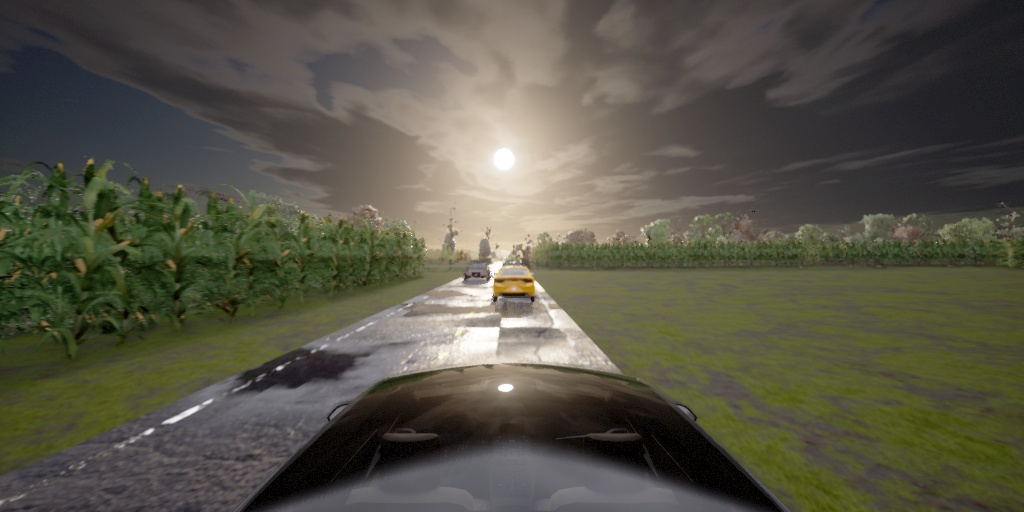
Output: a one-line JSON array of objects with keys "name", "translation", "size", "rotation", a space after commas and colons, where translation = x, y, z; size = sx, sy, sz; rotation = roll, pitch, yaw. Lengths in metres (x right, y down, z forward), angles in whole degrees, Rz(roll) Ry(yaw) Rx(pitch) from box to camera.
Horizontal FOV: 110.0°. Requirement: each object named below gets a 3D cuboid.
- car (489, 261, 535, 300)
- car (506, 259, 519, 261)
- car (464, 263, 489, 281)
[{"name": "car", "translation": [0.082, 1.209, 17.430], "size": [1.882, 1.535, 5.008], "rotation": [0, 0, 0]}, {"name": "car", "translation": [0.062, 1.052, 36.332], "size": [2.097, 1.767, 4.553], "rotation": [0, 0, 0]}, {"name": "car", "translation": [-2.774, 1.278, 29.627], "size": [1.994, 1.385, 4.181], "rotation": [0, 0, 0]}]
